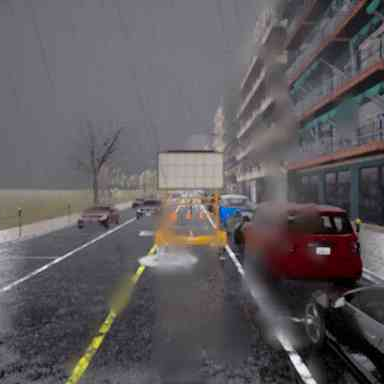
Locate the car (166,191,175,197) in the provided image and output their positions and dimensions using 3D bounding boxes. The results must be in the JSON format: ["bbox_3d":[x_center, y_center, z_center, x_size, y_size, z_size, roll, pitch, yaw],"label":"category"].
[{"bbox_3d":[-5.584,0.463,87.507,2.008,1.369,4.403,1,1,0],"label":"car"}]

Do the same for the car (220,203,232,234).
[{"bbox_3d":[2.529,1.383,14.540,1.947,1.339,4.313,1,1,0],"label":"car"}]

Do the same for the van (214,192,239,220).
[{"bbox_3d":[2.513,1.087,20.198,1.690,1.788,3.998,1,1,0],"label":"van"}]

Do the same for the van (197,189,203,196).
[{"bbox_3d":[2.278,0.178,93.786,1.690,1.788,3.998,1,1,0],"label":"van"}]

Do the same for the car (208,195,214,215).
[{"bbox_3d":[2.493,1.199,26.031,1.752,1.417,4.829,1,1,0],"label":"car"}]

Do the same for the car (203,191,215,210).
[{"bbox_3d":[2.478,0.920,31.519,2.192,1.841,5.009,1,1,0],"label":"car"}]

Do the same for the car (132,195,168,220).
[{"bbox_3d":[-2.927,1.216,24.638,1.812,1.442,4.674,0,1,0],"label":"car"}]

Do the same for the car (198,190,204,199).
[{"bbox_3d":[2.423,0.709,48.501,2.192,1.841,5.009,1,1,0],"label":"car"}]

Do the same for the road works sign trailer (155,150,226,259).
[{"bbox_3d":[-0.037,0.314,11.905,2.380,3.560,2.880,0,1,0],"label":"road works sign trailer"}]

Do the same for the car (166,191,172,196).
[{"bbox_3d":[-5.511,0.718,64.723,1.752,1.417,4.829,1,1,0],"label":"car"}]

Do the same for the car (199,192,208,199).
[{"bbox_3d":[2.348,0.638,71.316,1.752,1.417,4.829,1,1,0],"label":"car"}]

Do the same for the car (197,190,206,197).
[{"bbox_3d":[2.314,0.415,82.466,1.967,1.590,4.097,1,1,0],"label":"car"}]

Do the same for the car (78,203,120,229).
[{"bbox_3d":[-5.368,1.334,19.665,1.802,1.307,4.206,1,1,0],"label":"car"}]

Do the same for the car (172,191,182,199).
[{"bbox_3d":[-2.973,0.773,66.219,1.895,1.301,4.718,0,1,0],"label":"car"}]

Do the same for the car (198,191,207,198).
[{"bbox_3d":[2.330,0.596,76.806,2.008,1.369,4.403,1,1,0],"label":"car"}]

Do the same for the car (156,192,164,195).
[{"bbox_3d":[-5.458,0.981,47.933,1.802,1.307,4.206,1,1,0],"label":"car"}]

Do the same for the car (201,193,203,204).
[{"bbox_3d":[2.438,1.046,42.844,1.802,1.307,4.206,1,1,0],"label":"car"}]

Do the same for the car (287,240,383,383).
[{"bbox_3d":[2.565,1.524,3.219,1.947,1.339,4.313,1,1,0],"label":"car"}]

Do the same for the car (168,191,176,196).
[{"bbox_3d":[-5.602,0.394,93.161,2.008,1.369,4.403,1,1,0],"label":"car"}]

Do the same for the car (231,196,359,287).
[{"bbox_3d":[2.550,1.203,8.877,2.192,1.841,5.009,1,1,0],"label":"car"}]
